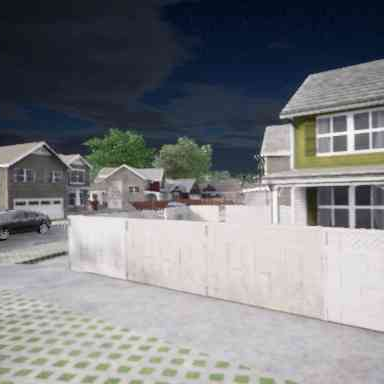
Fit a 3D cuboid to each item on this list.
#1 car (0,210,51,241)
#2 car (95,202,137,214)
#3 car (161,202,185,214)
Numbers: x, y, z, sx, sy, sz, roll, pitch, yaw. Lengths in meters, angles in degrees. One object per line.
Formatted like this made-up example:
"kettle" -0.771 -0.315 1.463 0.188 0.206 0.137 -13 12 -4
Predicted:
"car" -10.164 1.801 18.870 1.837 1.490 4.892 -1 -1 17
"car" -6.743 1.738 29.728 2.097 1.767 4.553 -1 -1 19
"car" -2.261 2.013 42.290 1.812 1.442 4.674 -1 -1 21
